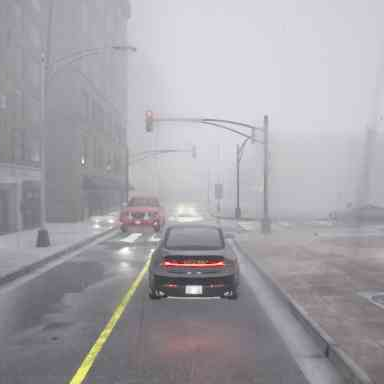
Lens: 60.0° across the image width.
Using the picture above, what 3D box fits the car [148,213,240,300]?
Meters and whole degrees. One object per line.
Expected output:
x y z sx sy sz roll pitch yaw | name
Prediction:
0.060 1.505 8.385 1.837 1.490 4.892 0 0 1 | car

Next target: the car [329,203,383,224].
12.067 1.515 23.772 4.181 1.385 1.994 0 0 0 | car

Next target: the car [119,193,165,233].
-2.836 1.223 20.186 2.150 2.045 5.566 0 0 0 | car

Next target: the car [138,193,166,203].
-8.384 1.294 70.057 5.566 2.045 2.150 0 0 9 | car
